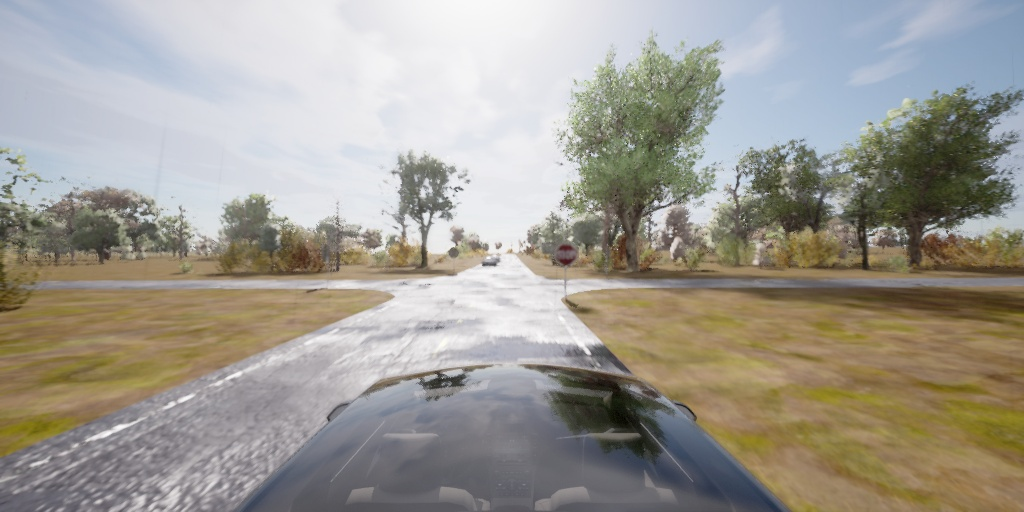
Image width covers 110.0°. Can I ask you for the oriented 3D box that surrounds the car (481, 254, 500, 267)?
[{"bbox_3d":[-3.022,0.759,48.562,1.994,1.385,4.181,0,1,0],"label":"car"}]
